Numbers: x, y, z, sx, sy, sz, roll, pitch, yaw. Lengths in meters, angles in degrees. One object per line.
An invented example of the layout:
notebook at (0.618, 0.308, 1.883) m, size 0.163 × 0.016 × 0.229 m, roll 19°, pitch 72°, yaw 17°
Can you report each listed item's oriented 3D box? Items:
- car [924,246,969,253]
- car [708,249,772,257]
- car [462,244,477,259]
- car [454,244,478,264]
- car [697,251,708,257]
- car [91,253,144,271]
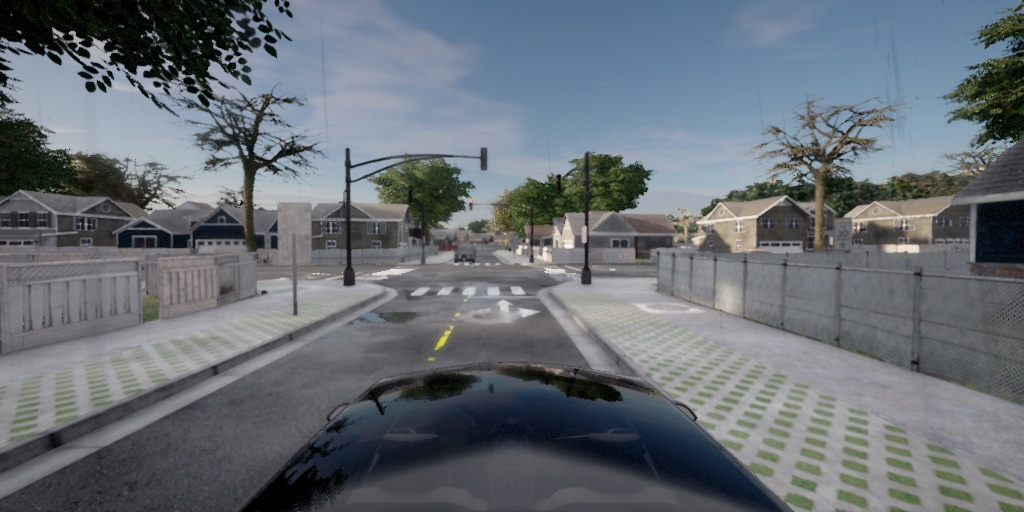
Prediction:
car at (40.982, -0.160, 33.387) m, size 4.902 × 1.511 × 2.128 m, roll -1°, pitch 2°, yaw -3°
car at (18.979, 0.199, 28.837) m, size 5.008 × 1.535 × 1.882 m, roll -1°, pitch 2°, yaw -3°
car at (-6.450, -0.735, 54.566) m, size 2.150 × 2.045 × 5.566 m, roll 0°, pitch 4°, yaw -5°
car at (-5.036, -0.186, 38.798) m, size 2.150 × 2.045 × 5.566 m, roll 0°, pitch 3°, yaw -5°
car at (16.776, 0.252, 31.962) m, size 4.718 × 1.301 × 1.895 m, roll 0°, pitch 2°, yaw -4°
car at (-26.061, 0.535, 22.607) m, size 4.181 × 1.385 × 1.994 m, roll 0°, pitch 2°, yaw -4°
